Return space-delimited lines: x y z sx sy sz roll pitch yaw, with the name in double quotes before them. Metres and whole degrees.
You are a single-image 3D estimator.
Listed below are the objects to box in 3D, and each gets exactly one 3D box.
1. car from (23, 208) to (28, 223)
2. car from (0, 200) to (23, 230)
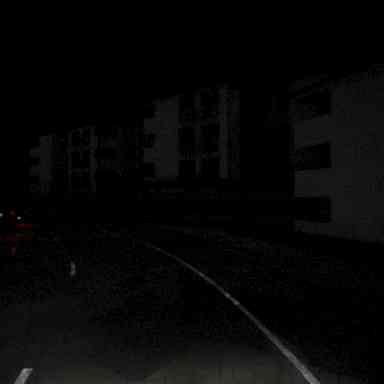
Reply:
"car" -16.059 1.904 29.058 4.892 1.490 1.837 0 -1 41
"car" -13.793 1.534 22.460 5.566 2.045 2.150 -1 -1 43
